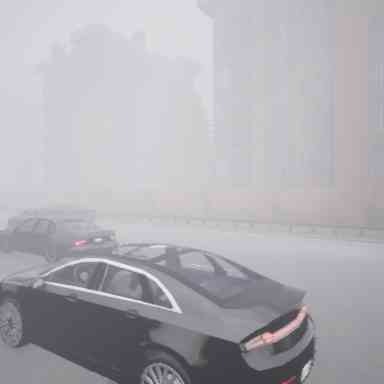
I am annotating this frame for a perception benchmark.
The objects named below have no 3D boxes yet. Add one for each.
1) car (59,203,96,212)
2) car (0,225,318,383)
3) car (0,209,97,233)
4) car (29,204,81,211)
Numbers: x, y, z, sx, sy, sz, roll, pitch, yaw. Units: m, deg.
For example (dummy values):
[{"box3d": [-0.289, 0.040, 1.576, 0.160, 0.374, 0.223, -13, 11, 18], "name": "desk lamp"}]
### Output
[{"box3d": [-8.745, 1.477, 23.142, 5.008, 1.535, 1.882, 0, 0, 36], "name": "car"}, {"box3d": [-0.866, 1.490, 4.612, 4.902, 1.511, 2.128, 0, 0, 36], "name": "car"}, {"box3d": [-4.958, 1.547, 11.836, 5.357, 1.411, 2.033, 0, 0, 36], "name": "car"}, {"box3d": [-8.518, 1.564, 18.678, 4.181, 1.385, 1.994, 0, 0, 36], "name": "car"}]
